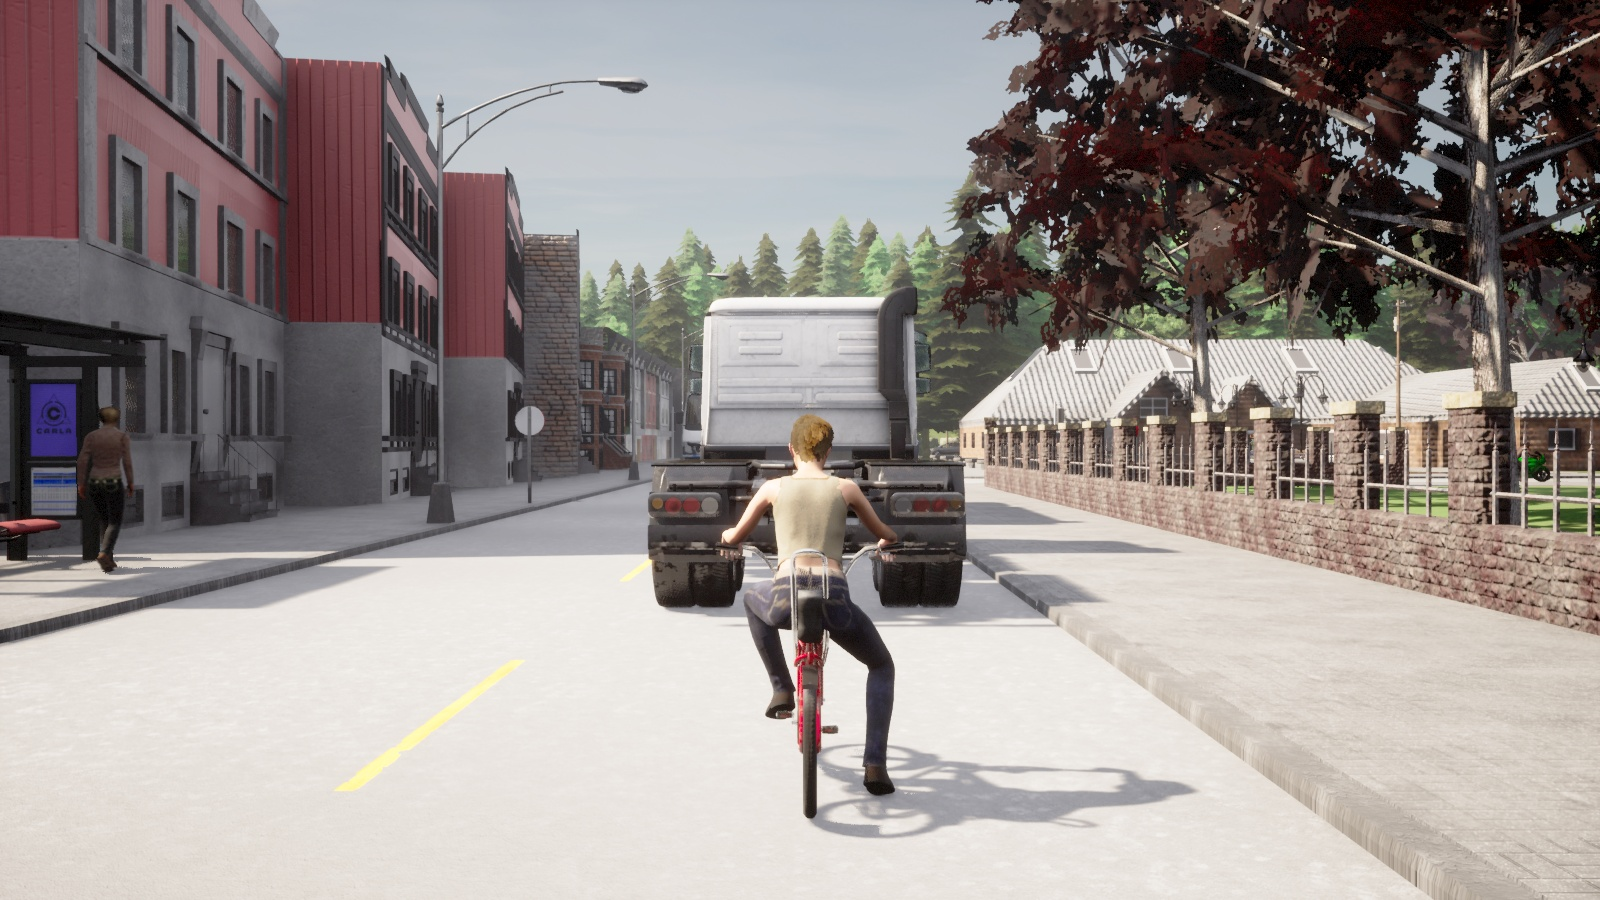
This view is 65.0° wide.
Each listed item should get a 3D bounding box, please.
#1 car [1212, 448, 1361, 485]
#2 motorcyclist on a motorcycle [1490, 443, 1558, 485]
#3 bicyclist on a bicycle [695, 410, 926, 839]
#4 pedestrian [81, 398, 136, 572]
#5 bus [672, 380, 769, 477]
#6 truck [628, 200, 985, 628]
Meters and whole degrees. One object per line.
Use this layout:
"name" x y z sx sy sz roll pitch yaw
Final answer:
"car" 17.777 0.601 46.039 4.718 1.301 1.895 0 0 -1
"motorcyclist on a motorcycle" 26.496 0.490 45.987 2.044 1.523 0.797 0 0 -1
"bicyclist on a bicycle" 0.043 0.652 5.474 0.866 1.612 1.509 0 0 0
"pedestrian" -7.552 0.371 13.725 0.331 1.846 0.634 0 0 -10
"bus" -3.643 -0.974 60.386 3.944 4.253 10.273 0 0 0
"truck" 0.096 -0.315 14.136 2.891 3.462 7.936 0 0 1
